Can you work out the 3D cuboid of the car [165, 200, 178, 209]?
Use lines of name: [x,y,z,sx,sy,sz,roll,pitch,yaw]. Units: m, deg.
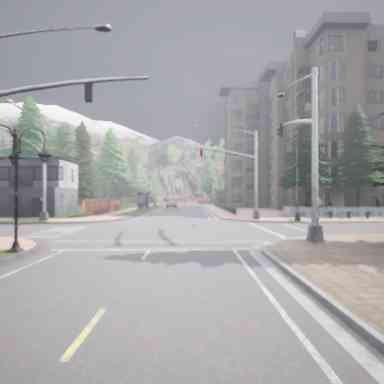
car: [-3.528,2.171,57.164,1.812,1.442,4.674,0,-1,0]
